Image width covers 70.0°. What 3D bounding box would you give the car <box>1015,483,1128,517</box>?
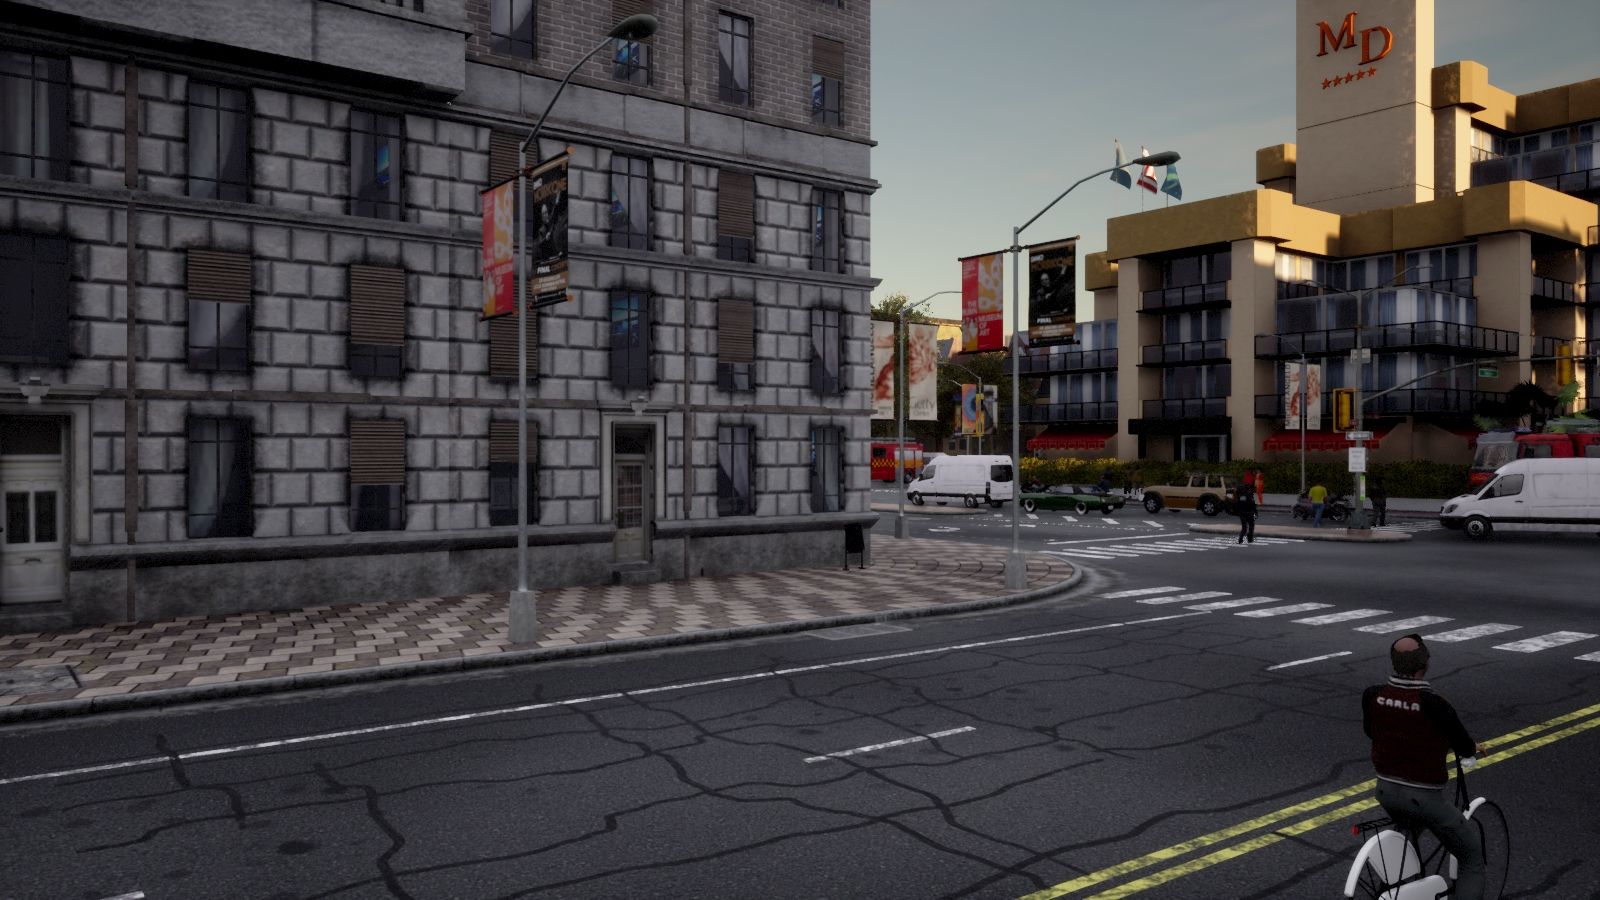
[{"bbox_3d":[11.885,2.155,50.351,1.895,1.301,4.718,0,0,-37],"label":"car"}]

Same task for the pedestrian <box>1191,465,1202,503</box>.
[{"bbox_3d":[19.858,1.696,57.241,0.375,1.860,0.375,0,0,-28],"label":"pedestrian"}]

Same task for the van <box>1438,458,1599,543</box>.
[{"bbox_3d":[23.576,1.534,36.095,5.915,2.561,1.988,0,0,28],"label":"van"}]

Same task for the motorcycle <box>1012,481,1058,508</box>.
[{"bbox_3d":[11.640,2.205,56.539,0.867,1.251,2.209,0,0,-37],"label":"motorcycle"}]

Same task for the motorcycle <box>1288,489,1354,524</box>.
[{"bbox_3d":[20.468,2.205,44.924,0.867,1.251,2.209,0,0,-40],"label":"motorcycle"}]

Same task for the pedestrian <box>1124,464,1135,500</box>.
[{"bbox_3d":[17.507,1.696,60.692,0.375,1.860,0.375,0,0,-38],"label":"pedestrian"}]

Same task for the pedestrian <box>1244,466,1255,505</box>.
[{"bbox_3d":[21.679,1.696,55.117,0.375,1.860,0.375,0,0,-43],"label":"pedestrian"}]

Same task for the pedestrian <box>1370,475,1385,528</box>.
[{"bbox_3d":[20.752,1.848,41.053,0.375,1.860,0.375,0,0,-38],"label":"pedestrian"}]

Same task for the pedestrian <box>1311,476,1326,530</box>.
[{"bbox_3d":[18.140,1.848,39.975,0.375,1.860,0.375,0,0,44],"label":"pedestrian"}]

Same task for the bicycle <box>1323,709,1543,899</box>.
[{"bbox_3d":[3.626,2.210,6.476,1.835,1.171,0.329,0,0,-35],"label":"bicycle"}]

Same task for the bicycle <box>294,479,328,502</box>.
[{"bbox_3d":[-27.404,2.261,64.056,1.835,1.171,0.329,3,-1,11],"label":"bicycle"}]

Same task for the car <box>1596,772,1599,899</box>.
[{"bbox_3d":[4.999,1.754,3.274,6.274,2.098,2.390,0,0,-34],"label":"car"}]

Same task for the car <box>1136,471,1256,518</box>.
[{"bbox_3d":[17.033,1.864,49.374,1.932,1.855,4.605,0,0,-37],"label":"car"}]

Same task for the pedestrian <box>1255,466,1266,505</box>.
[{"bbox_3d":[21.983,1.696,54.541,0.375,1.860,0.375,0,0,-38],"label":"pedestrian"}]

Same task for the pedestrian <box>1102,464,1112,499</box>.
[{"bbox_3d":[16.489,1.698,61.326,0.375,1.860,0.375,0,0,-18],"label":"pedestrian"}]

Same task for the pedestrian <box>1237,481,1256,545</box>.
[{"bbox_3d":[13.196,1.849,33.778,0.375,1.860,0.375,0,0,-37],"label":"pedestrian"}]

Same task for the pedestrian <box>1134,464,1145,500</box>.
[{"bbox_3d":[17.864,1.696,60.134,0.375,1.860,0.375,0,0,-33],"label":"pedestrian"}]

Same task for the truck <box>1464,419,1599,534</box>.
[{"bbox_3d":[28.060,0.888,39.404,8.468,3.827,2.891,0,0,5],"label":"truck"}]
